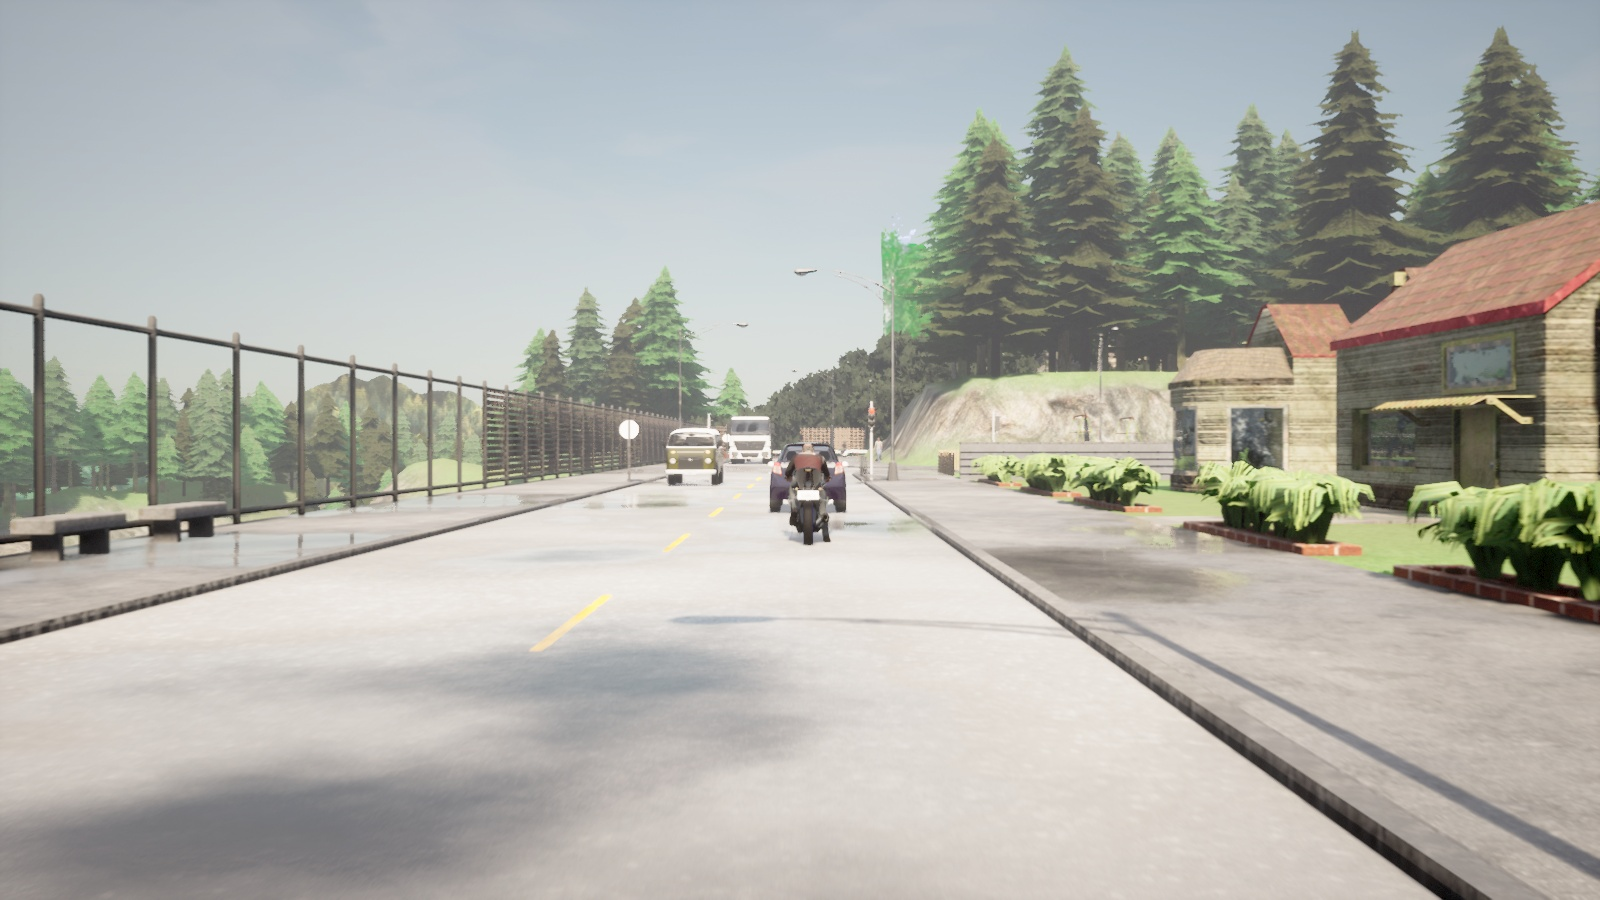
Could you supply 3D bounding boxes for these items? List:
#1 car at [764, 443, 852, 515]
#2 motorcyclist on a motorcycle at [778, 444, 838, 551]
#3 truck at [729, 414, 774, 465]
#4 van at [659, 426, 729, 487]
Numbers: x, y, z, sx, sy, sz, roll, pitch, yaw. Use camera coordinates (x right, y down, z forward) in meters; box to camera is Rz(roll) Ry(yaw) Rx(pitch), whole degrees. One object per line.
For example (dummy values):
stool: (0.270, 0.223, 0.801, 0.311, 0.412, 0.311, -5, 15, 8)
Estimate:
car: (0.178, 0.602, 28.063, 1.845, 1.501, 3.633, 0, 0, 0)
motorcyclist on a motorcycle: (0.124, 0.674, 19.109, 0.866, 1.530, 2.191, 0, 0, 0)
truck: (-3.440, -0.748, 90.492, 2.891, 3.462, 7.936, 0, 0, 0)
van: (-3.721, 0.217, 44.695, 2.069, 2.038, 4.480, 0, 0, 0)
